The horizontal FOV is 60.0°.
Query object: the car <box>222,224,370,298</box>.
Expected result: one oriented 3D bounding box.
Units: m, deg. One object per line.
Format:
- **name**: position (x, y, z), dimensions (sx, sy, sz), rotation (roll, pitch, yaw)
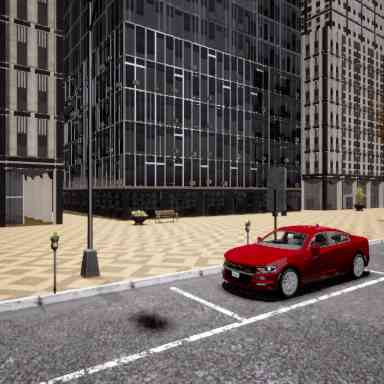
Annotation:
- **car**: position (2.773, 1.547, 8.527), dimensions (4.507, 1.381, 1.887), rotation (0, 0, -35)
